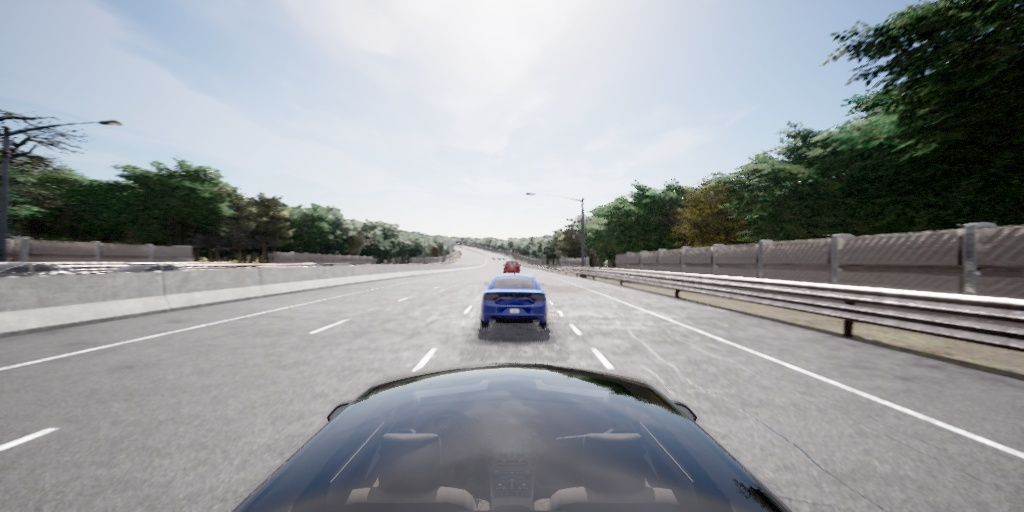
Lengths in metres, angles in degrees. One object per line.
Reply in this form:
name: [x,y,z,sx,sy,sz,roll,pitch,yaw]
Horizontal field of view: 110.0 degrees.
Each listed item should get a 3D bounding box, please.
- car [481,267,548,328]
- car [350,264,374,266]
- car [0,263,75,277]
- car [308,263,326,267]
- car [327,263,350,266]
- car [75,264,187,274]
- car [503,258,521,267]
car: [0.065,1.314,11.885,1.882,1.535,5.008,1,-1,0]
car: [-21.047,1.858,52.353,2.033,1.411,5.357,1,-2,1]
car: [-24.490,1.099,17.515,1.837,1.490,4.892,1,-1,0]
car: [-28.038,1.768,52.195,2.033,1.411,5.357,1,-1,0]
car: [-24.551,1.743,52.296,1.882,1.535,5.008,1,-1,0]
car: [-20.967,1.182,20.517,1.837,1.490,4.892,1,-1,0]
car: [-0.006,1.669,47.641,2.150,2.045,5.566,1,-1,0]
